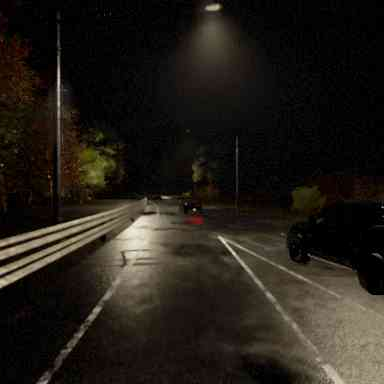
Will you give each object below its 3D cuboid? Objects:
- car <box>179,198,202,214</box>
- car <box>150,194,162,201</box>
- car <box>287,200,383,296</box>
[{"bbox_3d":[-0.210,1.443,34.399,1.837,1.490,4.892,0,0,-11],"label":"car"},{"bbox_3d":[-7.915,1.251,75.131,1.837,1.490,4.892,0,0,-11],"label":"car"},{"bbox_3d":[4.632,1.220,8.884,2.150,2.045,5.566,0,0,-11],"label":"car"}]
